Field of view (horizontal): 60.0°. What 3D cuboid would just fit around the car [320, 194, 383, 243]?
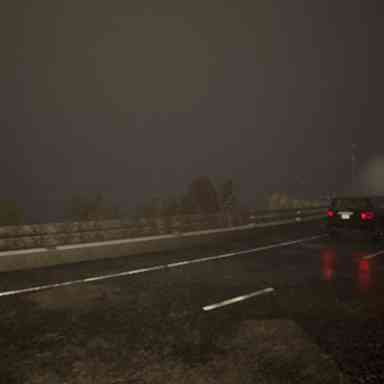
[{"bbox_3d":[8.468,1.174,16.195,2.150,2.045,5.566,0,-1,44],"label":"car"}]
